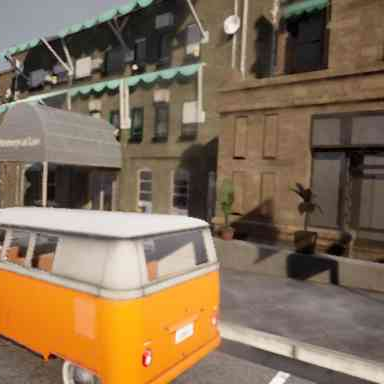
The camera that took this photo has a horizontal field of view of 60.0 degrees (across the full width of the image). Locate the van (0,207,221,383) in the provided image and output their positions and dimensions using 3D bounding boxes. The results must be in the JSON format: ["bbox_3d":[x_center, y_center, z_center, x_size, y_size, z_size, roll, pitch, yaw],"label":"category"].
[{"bbox_3d":[-1.851,1.251,4.855,4.442,1.987,1.878,0,0,36],"label":"van"}]
